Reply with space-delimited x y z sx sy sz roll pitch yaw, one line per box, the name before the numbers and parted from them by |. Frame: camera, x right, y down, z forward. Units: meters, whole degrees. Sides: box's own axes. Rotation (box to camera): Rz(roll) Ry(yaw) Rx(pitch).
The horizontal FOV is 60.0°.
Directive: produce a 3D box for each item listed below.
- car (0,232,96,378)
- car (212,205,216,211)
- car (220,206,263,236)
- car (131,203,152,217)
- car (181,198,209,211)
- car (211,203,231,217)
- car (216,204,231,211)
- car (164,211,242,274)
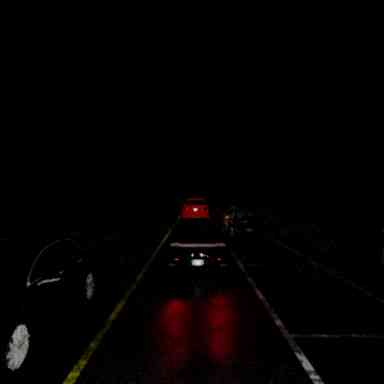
car | -3.070 1.564 5.661 1.837 1.490 4.892 0 -1 0
car | 3.066 1.878 30.553 1.947 1.339 4.313 -1 -1 0
car | 2.988 1.752 19.382 2.008 1.369 4.403 -1 -1 0
car | -5.440 1.909 36.195 1.887 1.381 4.507 -1 -1 0
car | 0.283 1.510 28.414 2.150 2.045 5.566 0 -1 0
car | 3.105 1.949 36.138 1.802 1.307 4.206 -1 -1 0
car | 3.028 1.784 25.137 1.752 1.417 4.829 -1 -1 0
car | 0.165 1.607 10.904 2.128 1.511 4.902 0 0 0
